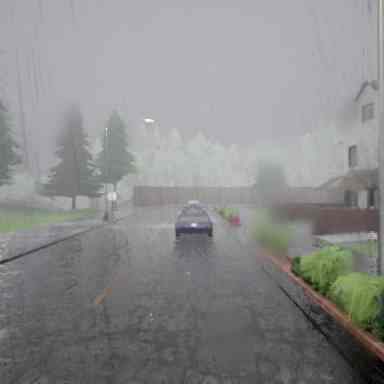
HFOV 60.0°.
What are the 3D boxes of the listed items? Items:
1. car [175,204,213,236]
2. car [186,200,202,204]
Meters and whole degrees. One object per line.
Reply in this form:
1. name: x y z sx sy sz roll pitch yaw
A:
1. car: 0.105 1.611 18.601 1.994 1.385 4.181 0 0 0
2. car: 0.239 1.624 38.812 1.812 1.442 4.674 0 0 2
